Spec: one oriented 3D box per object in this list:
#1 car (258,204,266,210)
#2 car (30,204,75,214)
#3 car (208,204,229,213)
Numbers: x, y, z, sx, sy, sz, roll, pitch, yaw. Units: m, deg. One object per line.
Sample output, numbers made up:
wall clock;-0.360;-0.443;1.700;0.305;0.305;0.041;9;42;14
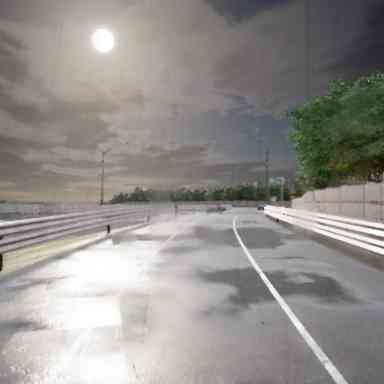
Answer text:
car;18.943;3.931;88.827;2.097;1.767;4.553;0;-2;17
car;-16.286;2.148;38.938;4.892;1.490;1.837;2;-2;-39
car;4.627;3.086;61.041;1.994;1.385;4.181;-1;-2;35
